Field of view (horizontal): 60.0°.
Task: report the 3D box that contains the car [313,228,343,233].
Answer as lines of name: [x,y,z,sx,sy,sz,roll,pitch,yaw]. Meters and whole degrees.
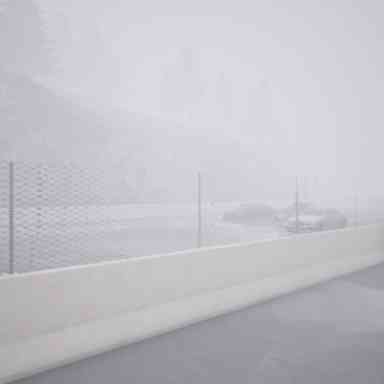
car: [7.171,1.560,18.874,4.674,1.442,1.812,0,0,-42]
